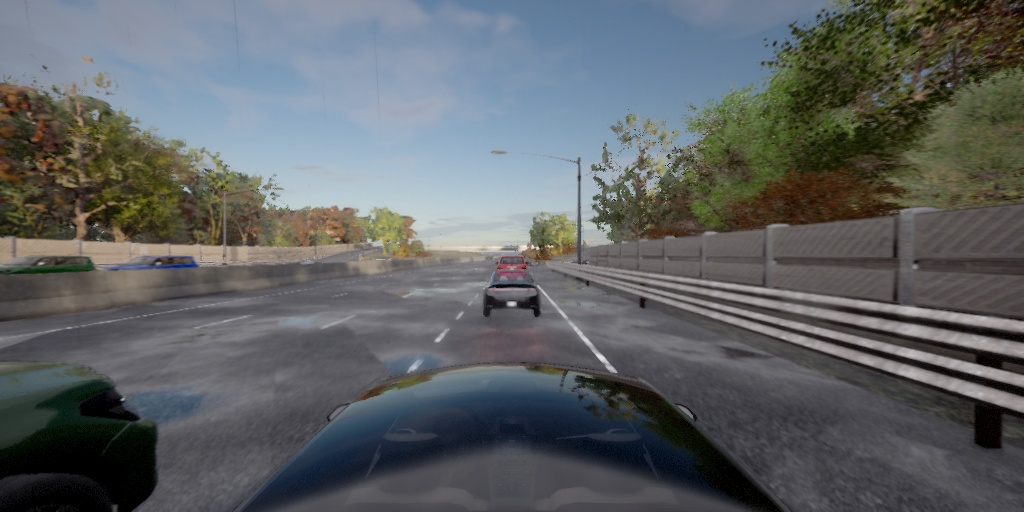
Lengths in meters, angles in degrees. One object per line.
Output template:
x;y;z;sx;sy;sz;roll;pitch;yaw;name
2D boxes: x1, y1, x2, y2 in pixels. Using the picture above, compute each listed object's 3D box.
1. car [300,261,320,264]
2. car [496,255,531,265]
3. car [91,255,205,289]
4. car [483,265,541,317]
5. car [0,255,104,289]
-21.048;1.284;37.221;1.812;1.442;4.674;0;0;0;car
-0.002;0.975;25.927;2.150;2.045;5.566;0;0;0;car
-24.594;0.974;24.672;2.150;2.045;5.566;0;0;0;car
-0.001;1.239;13.214;2.128;1.511;4.902;0;0;0;car
-31.589;0.974;24.044;2.150;2.045;5.566;0;0;0;car
